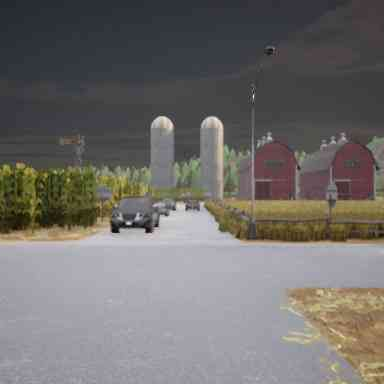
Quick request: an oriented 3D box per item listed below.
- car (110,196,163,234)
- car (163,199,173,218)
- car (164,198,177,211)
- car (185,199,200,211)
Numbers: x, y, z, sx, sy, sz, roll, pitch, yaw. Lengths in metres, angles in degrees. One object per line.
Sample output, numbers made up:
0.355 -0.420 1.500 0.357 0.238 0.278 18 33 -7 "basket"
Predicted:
-3.207 1.266 19.636 2.150 2.045 5.566 0 -1 0 "car"
-3.208 1.697 32.639 1.812 1.442 4.674 0 -1 0 "car"
-3.198 1.612 44.438 2.097 1.767 4.553 0 0 0 "car"
0.081 1.760 45.961 2.128 1.511 4.902 0 0 0 "car"
